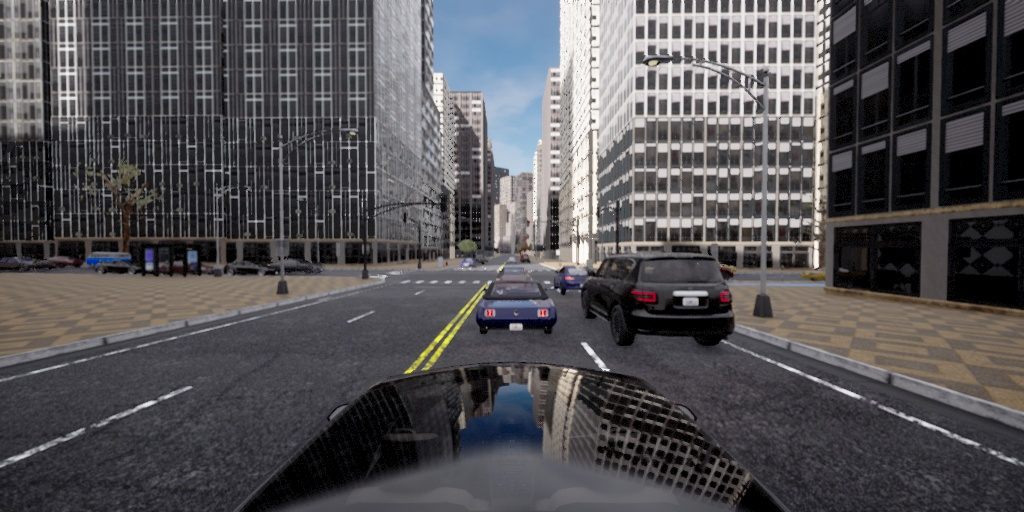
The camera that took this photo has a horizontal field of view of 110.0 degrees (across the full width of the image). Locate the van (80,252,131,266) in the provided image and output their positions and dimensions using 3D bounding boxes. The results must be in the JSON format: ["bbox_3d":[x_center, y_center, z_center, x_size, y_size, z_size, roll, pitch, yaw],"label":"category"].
[{"bbox_3d":[-45.314,0.474,40.322,3.998,1.789,1.690,0,0,1],"label":"van"}]

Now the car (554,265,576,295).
[{"bbox_3d":[3.339,1.208,19.115,1.812,1.442,4.674,0,0,0],"label":"car"}]

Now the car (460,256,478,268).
[{"bbox_3d":[-6.614,1.061,54.080,1.812,1.442,4.674,0,0,0],"label":"car"}]

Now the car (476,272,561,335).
[{"bbox_3d":[0.097,1.317,10.387,1.895,1.301,4.718,0,0,0],"label":"car"}]

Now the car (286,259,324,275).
[{"bbox_3d":[-20.382,1.001,34.031,4.674,1.442,1.812,1,1,1],"label":"car"}]

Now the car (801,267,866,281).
[{"bbox_3d":[27.622,1.481,30.685,4.829,1.417,1.751,0,0,1],"label":"car"}]

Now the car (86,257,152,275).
[{"bbox_3d":[-34.116,0.968,31.671,4.313,1.339,1.948,0,0,1],"label":"car"}]

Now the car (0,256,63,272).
[{"bbox_3d":[-47.457,0.774,34.600,5.357,1.411,2.033,1,1,2],"label":"car"}]

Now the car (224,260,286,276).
[{"bbox_3d":[-22.751,1.073,31.373,4.313,1.339,1.948,0,0,1],"label":"car"}]

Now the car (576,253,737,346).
[{"bbox_3d":[3.346,0.942,9.423,2.150,2.045,5.566,0,0,0],"label":"car"}]

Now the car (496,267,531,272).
[{"bbox_3d":[0.091,1.246,19.123,1.994,1.385,4.181,0,0,0],"label":"car"}]

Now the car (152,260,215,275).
[{"bbox_3d":[-28.435,1.037,31.502,4.207,1.307,1.802,0,0,1],"label":"car"}]
